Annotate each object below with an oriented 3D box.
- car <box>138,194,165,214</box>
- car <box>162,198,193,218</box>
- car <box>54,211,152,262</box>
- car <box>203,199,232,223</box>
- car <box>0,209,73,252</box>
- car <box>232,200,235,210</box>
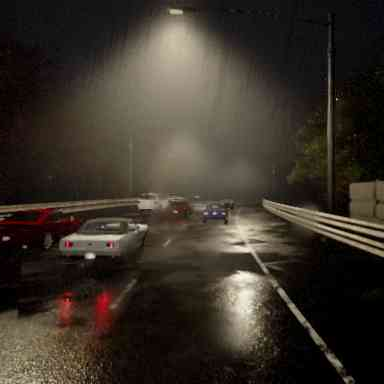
[{"bbox_3d":[-3.948,1.179,34.855,2.150,2.045,5.566,0,0,9],"label":"car"},{"bbox_3d":[-1.080,1.505,30.232,1.812,1.442,4.674,0,0,7],"label":"car"},{"bbox_3d":[-2.863,1.587,12.023,1.895,1.301,4.718,0,0,3],"label":"car"},{"bbox_3d":[1.866,1.545,25.626,2.033,1.411,5.357,0,0,7],"label":"car"},{"bbox_3d":[-6.226,1.451,13.950,1.882,1.535,5.008,0,0,4],"label":"car"},{"bbox_3d":[4.521,1.603,42.842,1.895,1.301,4.718,0,0,11],"label":"car"}]
